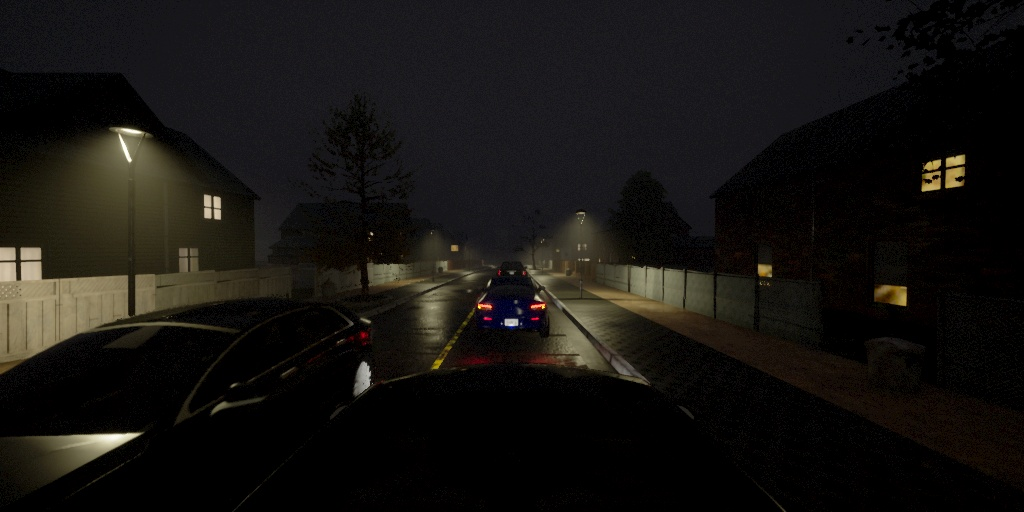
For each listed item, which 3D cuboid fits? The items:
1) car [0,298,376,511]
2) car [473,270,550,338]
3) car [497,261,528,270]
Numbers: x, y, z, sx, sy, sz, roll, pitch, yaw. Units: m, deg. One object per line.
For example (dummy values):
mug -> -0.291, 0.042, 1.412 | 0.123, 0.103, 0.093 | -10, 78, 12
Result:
car -> -2.850, 1.249, 3.253 | 1.837, 1.490, 4.892 | 0, 1, 0
car -> -0.015, 1.275, 10.072 | 1.812, 1.442, 4.674 | 0, 0, 0
car -> 0.008, 1.122, 24.992 | 2.097, 1.767, 4.553 | 0, 0, 1
